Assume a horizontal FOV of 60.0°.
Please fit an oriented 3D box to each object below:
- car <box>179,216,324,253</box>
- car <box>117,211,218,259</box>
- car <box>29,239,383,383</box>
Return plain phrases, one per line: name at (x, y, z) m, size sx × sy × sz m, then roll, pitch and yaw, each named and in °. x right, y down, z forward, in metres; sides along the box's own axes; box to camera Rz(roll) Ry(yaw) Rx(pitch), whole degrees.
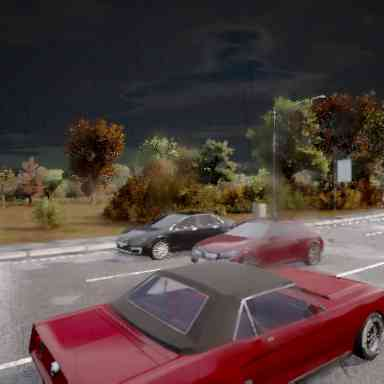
car at (2.132, 1.531, 9.975) m, size 4.674 × 1.442 × 1.812 m, roll 0°, pitch 0°, yaw -37°
car at (-0.392, 1.511, 12.448) m, size 4.892 × 1.490 × 1.837 m, roll 0°, pitch 0°, yaw -37°
car at (0.656, 1.603, 4.252) m, size 4.718 × 1.301 × 1.895 m, roll 0°, pitch 0°, yaw -36°
